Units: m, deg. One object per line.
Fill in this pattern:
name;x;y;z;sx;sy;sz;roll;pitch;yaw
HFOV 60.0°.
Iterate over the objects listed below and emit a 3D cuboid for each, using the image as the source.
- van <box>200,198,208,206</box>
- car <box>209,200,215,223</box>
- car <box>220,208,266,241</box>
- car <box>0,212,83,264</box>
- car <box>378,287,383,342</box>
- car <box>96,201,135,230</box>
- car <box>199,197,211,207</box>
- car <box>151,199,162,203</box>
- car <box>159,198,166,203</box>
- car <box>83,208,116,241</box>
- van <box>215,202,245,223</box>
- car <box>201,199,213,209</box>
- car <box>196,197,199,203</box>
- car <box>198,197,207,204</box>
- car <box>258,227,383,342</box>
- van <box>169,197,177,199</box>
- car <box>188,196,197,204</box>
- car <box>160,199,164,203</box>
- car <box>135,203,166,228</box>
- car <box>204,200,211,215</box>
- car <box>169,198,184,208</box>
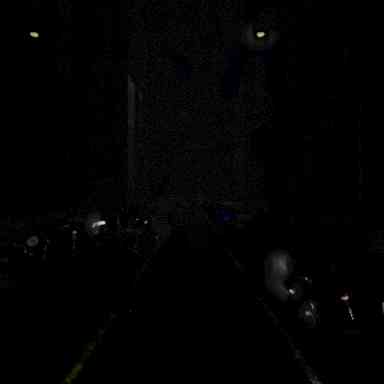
van;2.800;2.309;79.528;1.690;1.788;3.998;0;-1;0
car;2.777;1.783;29.049;1.967;1.590;4.097;0;-1;0
car;2.771;1.755;17.831;1.887;1.381;4.507;0;-1;0
car;-5.756;1.584;12.212;1.967;1.590;4.097;0;-1;0
car;2.764;1.579;1.004;1.947;1.339;4.313;0;-1;0
car;-5.751;1.591;23.431;2.192;1.841;5.009;0;-1;0
car;2.790;2.001;57.094;2.192;1.841;5.009;0;-1;0
car;-5.741;2.097;45.865;2.008;1.369;4.403;0;-1;0
car;-5.736;2.209;56.913;1.752;1.417;4.829;0;-1;0
car;-5.754;1.760;17.819;2.008;1.369;4.403;0;-1;0
van;2.774;1.618;23.442;1.690;1.788;3.998;0;-1;0
car;2.787;2.199;51.482;1.802;1.307;4.206;0;-1;0
car;2.382;2.293;69.061;1.801;1.575;5.366;0;-1;0
car;2.805;2.424;90.746;2.192;1.841;5.009;0;-1;0
car;2.766;1.645;6.613;1.947;1.339;4.313;0;-1;0
van;-5.720;2.449;90.739;1.690;1.788;3.998;0;-1;0
car;0.040;2.176;86.808;2.150;2.045;5.566;0;-1;0
car;-5.738;2.197;51.473;1.802;1.307;4.206;0;-1;0
car;-3.088;1.795;24.652;1.837;1.490;4.892;0;-1;0
car;2.782;2.044;40.265;1.947;1.339;4.313;0;-1;0
car;-2.991;2.344;64.983;1.994;1.385;4.181;0;-1;1
